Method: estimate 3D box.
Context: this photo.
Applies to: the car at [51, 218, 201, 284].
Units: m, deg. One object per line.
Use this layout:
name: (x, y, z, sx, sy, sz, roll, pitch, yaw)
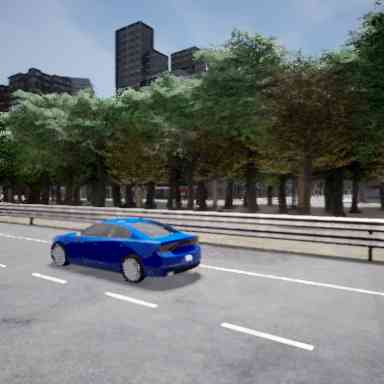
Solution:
car: (-2.091, 1.494, 9.665, 5.008, 1.535, 1.882, 0, 0, 36)
